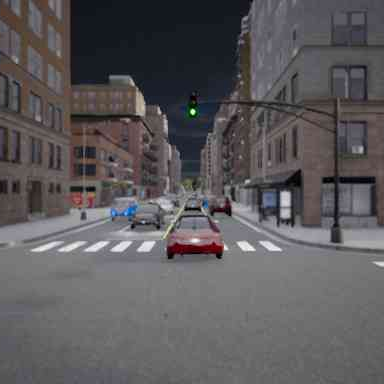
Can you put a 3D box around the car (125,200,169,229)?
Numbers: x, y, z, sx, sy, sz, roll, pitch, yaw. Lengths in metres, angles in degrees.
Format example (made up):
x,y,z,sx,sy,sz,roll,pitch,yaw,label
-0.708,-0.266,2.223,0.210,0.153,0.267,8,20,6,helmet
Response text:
x,y,z,sx,sy,sz,roll,pitch,yaw,label
-2.841,1.525,22.029,1.837,1.490,4.892,0,0,0,car

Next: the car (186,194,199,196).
x,y,z,sx,sy,sz,roll,pitch,yaw,label
0.088,1.558,64.624,1.837,1.490,4.892,0,0,0,car

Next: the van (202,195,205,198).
x,y,z,sx,sy,sz,roll,pitch,yaw,label
2.690,1.383,48.413,1.690,1.788,3.998,0,0,0,van

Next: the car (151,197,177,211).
x,y,z,sx,sy,sz,roll,pitch,yaw,label
-2.835,1.556,34.532,1.812,1.442,4.674,0,0,0,car

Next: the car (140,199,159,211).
x,y,z,sx,sy,sz,roll,pitch,yaw,label
-5.404,1.582,43.005,1.887,1.381,4.507,0,0,0,car

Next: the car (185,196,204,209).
x,y,z,sx,sy,sz,roll,pitch,yaw,label
0.098,1.600,41.217,1.994,1.385,4.181,0,0,0,car

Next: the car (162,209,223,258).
x,y,z,sx,sy,sz,roll,pitch,yaw,label
0.097,1.571,12.882,1.994,1.385,4.181,0,0,0,car

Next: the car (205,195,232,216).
x,y,z,sx,sy,sz,roll,pitch,yaw,label
2.705,1.344,32.194,2.192,1.841,5.009,0,0,0,car

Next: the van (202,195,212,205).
x,y,z,sx,sy,sz,roll,pitch,yaw,label
2.680,1.392,59.226,1.690,1.788,3.998,0,0,0,van

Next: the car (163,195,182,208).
x,y,z,sx,sy,sz,roll,pitch,yaw,label
-2.800,1.591,49.741,2.033,1.411,5.357,0,0,0,car

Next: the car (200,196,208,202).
x,y,z,sx,sy,sz,roll,pitch,yaw,label
2.665,1.589,75.614,1.752,1.417,4.829,0,0,0,car

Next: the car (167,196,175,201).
x,y,z,sx,sy,sz,roll,pitch,yaw,label
-5.392,1.654,86.255,1.802,1.307,4.206,0,0,0,car

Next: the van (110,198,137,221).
x,y,z,sx,sy,sz,roll,pitch,yaw,label
-5.408,1.365,26.786,1.690,1.788,3.998,0,0,0,van

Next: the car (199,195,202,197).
x,y,z,sx,sy,sz,roll,pitch,yaw,label
2.685,1.361,53.819,2.192,1.841,5.009,0,0,0,car

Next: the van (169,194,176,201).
x,y,z,sx,sy,sz,roll,pitch,yaw,label
-5.391,1.417,91.661,1.690,1.788,3.998,0,0,0,van
